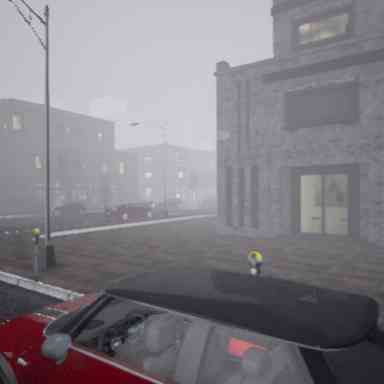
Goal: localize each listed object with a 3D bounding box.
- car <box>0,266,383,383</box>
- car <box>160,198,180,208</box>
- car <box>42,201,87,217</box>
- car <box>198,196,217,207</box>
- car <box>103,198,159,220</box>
[{"bbox_3d":[-0.226,1.445,3.038,4.097,1.590,1.967,0,0,36],"label":"car"},{"bbox_3d":[-3.151,1.414,43.996,1.947,1.339,4.313,0,0,35],"label":"car"},{"bbox_3d":[-11.901,1.534,31.336,1.802,1.307,4.206,0,0,35],"label":"car"},{"bbox_3d":[2.748,1.284,47.928,2.128,1.511,4.902,0,0,35],"label":"car"},{"bbox_3d":[-5.007,1.459,26.571,1.887,1.381,4.507,0,0,35],"label":"car"}]
